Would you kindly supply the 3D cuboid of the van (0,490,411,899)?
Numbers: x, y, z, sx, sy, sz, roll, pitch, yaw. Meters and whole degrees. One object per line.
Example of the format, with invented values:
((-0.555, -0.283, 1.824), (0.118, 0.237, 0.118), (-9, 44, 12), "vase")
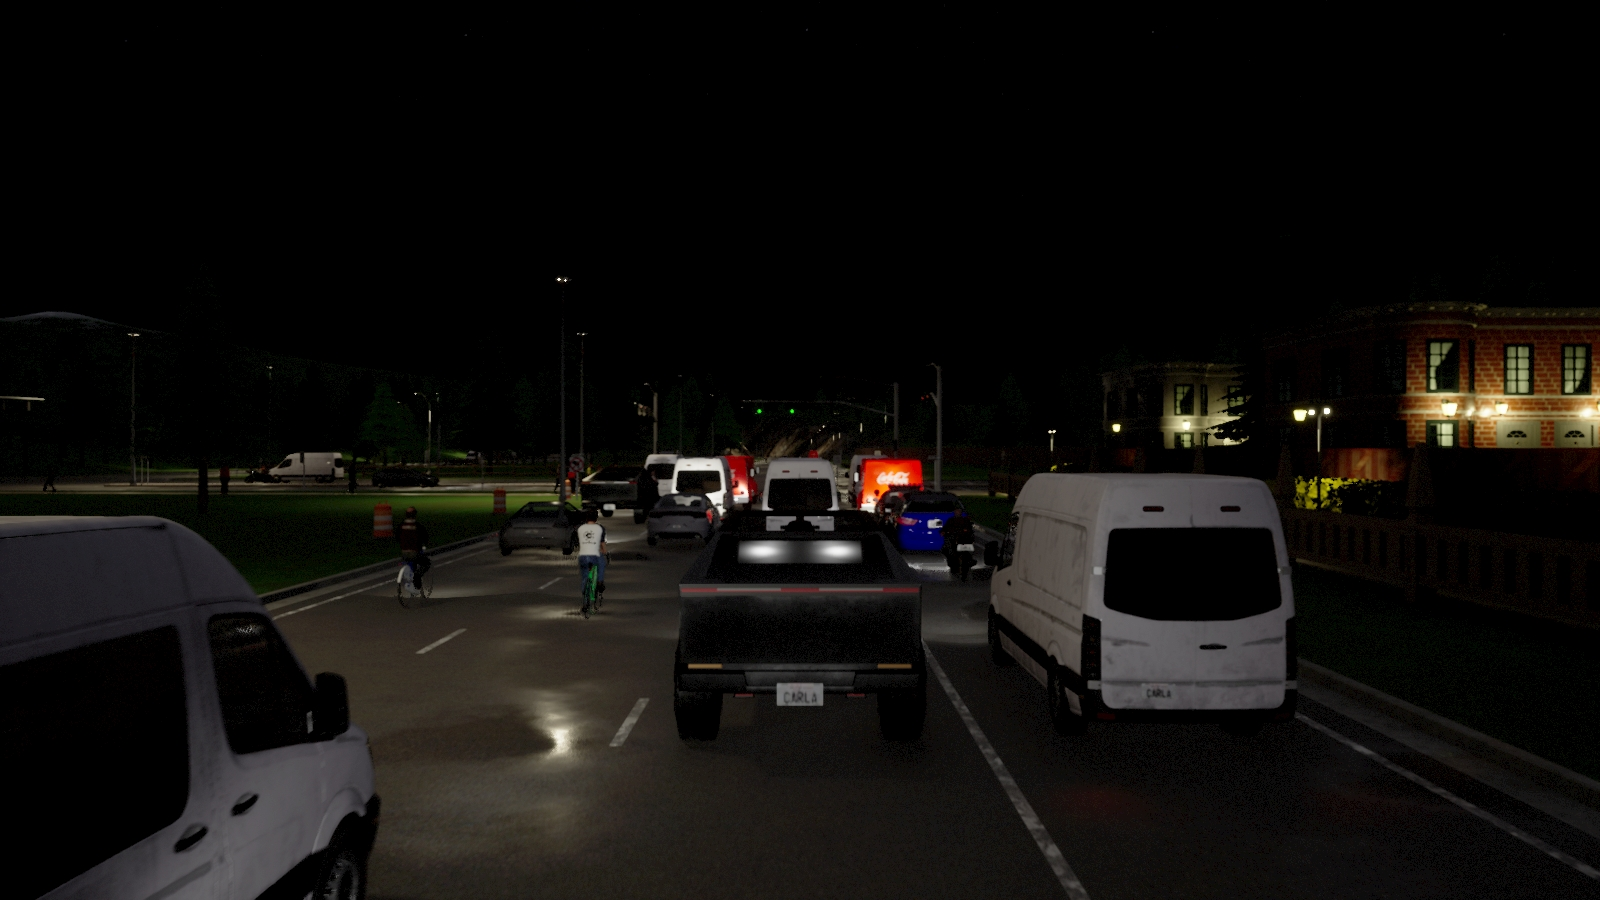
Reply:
((-3.505, 1.533, 4.412), (1.988, 2.561, 5.915), (0, 0, 0), "van")

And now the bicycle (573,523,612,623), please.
((-3.499, 2.052, 19.352), (0.373, 1.496, 1.643), (0, 1, 0), "bicycle")

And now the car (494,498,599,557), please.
((-7.009, 2.113, 32.013), (1.994, 1.385, 4.181), (0, 0, 0), "car")

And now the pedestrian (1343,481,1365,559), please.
((13.435, 1.691, 27.717), (0.375, 1.860, 0.375), (0, 0, 1), "pedestrian")

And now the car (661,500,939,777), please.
((0.001, 1.751, 12.930), (2.390, 2.098, 6.274), (0, 0, 0), "car")

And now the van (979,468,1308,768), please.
((3.497, 1.532, 13.056), (1.988, 2.561, 5.915), (0, 0, 0), "van")

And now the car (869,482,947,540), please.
((3.501, 1.976, 38.072), (2.097, 1.638, 5.238), (0, 0, 0), "car")

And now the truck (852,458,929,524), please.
((3.499, 1.558, 45.306), (2.627, 2.467, 5.204), (0, 0, 0), "truck")

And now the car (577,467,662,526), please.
((-7.000, 1.746, 45.069), (2.390, 2.098, 6.274), (0, 0, 0), "car")

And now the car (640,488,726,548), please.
((-3.495, 2.028, 34.976), (2.097, 1.535, 5.006), (0, 0, 0), "car")

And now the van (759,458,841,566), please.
((-0.003, 1.529, 30.624), (1.988, 2.561, 5.915), (0, 0, 0), "van")

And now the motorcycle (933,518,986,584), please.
((3.501, 2.201, 25.247), (0.867, 1.251, 2.209), (0, 0, 0), "motorcycle")

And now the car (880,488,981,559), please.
((3.501, 1.962, 31.554), (2.242, 1.667, 4.611), (0, 0, 0), "car")

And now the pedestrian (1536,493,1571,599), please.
((13.364, 1.693, 20.264), (0.375, 1.860, 0.375), (0, 0, 1), "pedestrian")

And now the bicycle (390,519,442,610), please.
((-7.005, 2.056, 20.885), (0.329, 1.471, 1.835), (0, 0, 0), "bicycle")

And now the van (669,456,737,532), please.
((-3.504, 1.528, 42.262), (1.988, 2.561, 5.915), (0, 0, 0), "van")
